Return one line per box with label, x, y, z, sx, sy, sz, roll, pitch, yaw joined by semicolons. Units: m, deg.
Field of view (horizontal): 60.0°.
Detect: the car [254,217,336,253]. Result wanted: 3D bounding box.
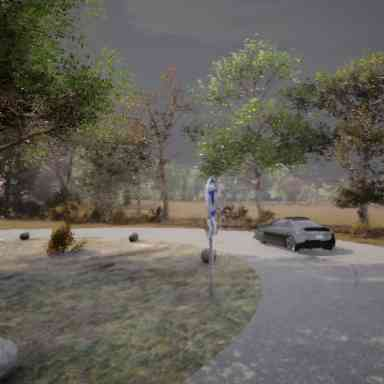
car;4.549;1.828;15.303;1.994;1.385;4.181;0;-1;-17
